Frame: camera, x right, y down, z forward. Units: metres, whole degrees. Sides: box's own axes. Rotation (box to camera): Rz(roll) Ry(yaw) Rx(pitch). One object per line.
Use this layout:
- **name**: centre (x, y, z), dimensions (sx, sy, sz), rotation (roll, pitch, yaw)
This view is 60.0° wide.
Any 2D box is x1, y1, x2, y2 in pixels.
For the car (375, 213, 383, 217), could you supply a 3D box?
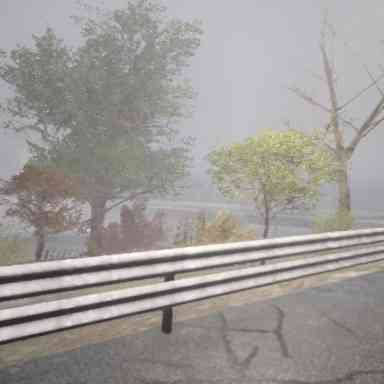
- **car**: centre (31.734, 3.832, 52.729), dimensions (4.674, 1.442, 1.812), rotation (3, -2, 19)
